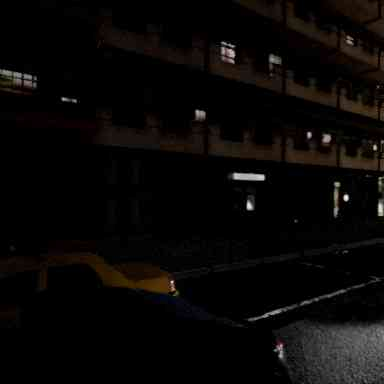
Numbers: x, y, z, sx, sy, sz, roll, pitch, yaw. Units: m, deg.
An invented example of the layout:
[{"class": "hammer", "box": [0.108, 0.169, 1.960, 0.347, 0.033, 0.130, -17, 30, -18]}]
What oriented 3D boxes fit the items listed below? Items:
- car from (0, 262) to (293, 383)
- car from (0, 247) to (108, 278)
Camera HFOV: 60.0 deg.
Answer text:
[{"class": "car", "box": [-1.129, 1.564, 2.561, 4.181, 1.385, 1.994, 0, 0, -35]}, {"class": "car", "box": [-2.499, 1.525, 4.768, 4.829, 1.417, 1.752, 0, 1, -36]}]
